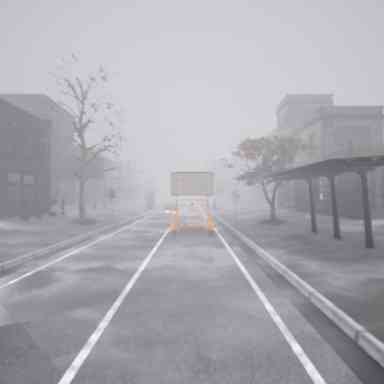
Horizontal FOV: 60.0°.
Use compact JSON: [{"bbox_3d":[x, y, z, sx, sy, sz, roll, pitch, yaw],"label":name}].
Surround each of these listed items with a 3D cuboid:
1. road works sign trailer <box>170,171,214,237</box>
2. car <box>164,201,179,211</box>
[{"bbox_3d":[0.004,0.597,18.740,2.380,3.560,2.880,0,-1,0],"label":"road works sign trailer"},{"bbox_3d":[-3.065,2.118,50.145,1.994,1.385,4.181,0,-1,0],"label":"car"}]
